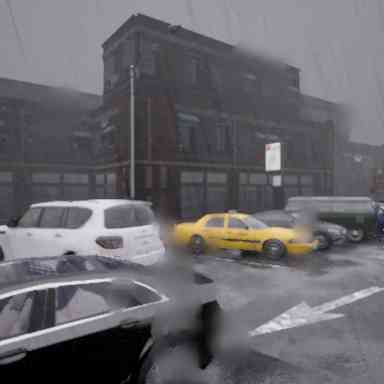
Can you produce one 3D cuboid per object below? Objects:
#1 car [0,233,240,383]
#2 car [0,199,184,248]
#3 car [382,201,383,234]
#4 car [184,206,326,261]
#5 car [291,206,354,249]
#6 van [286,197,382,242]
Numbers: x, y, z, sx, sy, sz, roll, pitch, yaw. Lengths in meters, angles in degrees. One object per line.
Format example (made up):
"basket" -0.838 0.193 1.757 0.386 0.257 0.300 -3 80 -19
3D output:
"car" -1.861 1.495 3.279 4.902 1.511 2.128 0 0 -36
"car" -3.258 1.235 8.837 5.566 2.045 2.435 -1 0 34
"car" 8.916 1.431 17.666 5.008 1.535 2.097 -1 0 34
"car" 1.782 1.459 12.269 5.366 1.575 1.946 -1 -1 34
"car" 4.053 1.494 14.147 4.674 1.452 2.002 -1 -1 34
"van" 6.382 1.219 15.972 4.442 1.987 1.878 -1 0 34
